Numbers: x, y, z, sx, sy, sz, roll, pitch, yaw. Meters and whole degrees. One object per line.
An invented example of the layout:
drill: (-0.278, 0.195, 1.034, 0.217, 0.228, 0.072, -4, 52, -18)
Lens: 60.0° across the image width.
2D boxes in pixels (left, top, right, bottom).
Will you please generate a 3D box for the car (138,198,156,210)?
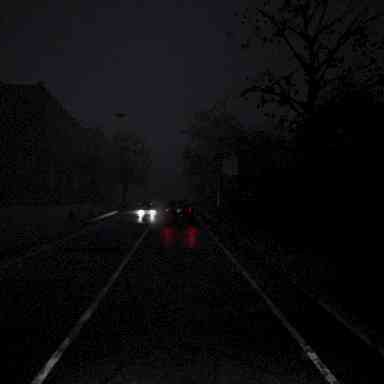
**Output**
car: (-5.600, 1.478, 41.809, 1.895, 1.301, 4.718, 0, 0, -3)

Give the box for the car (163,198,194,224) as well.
car: (-1.001, 1.289, 24.460, 2.097, 1.767, 4.553, 0, 0, -3)

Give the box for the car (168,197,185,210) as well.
car: (-1.950, 1.430, 42.701, 2.033, 1.411, 5.357, 0, 0, -3)
